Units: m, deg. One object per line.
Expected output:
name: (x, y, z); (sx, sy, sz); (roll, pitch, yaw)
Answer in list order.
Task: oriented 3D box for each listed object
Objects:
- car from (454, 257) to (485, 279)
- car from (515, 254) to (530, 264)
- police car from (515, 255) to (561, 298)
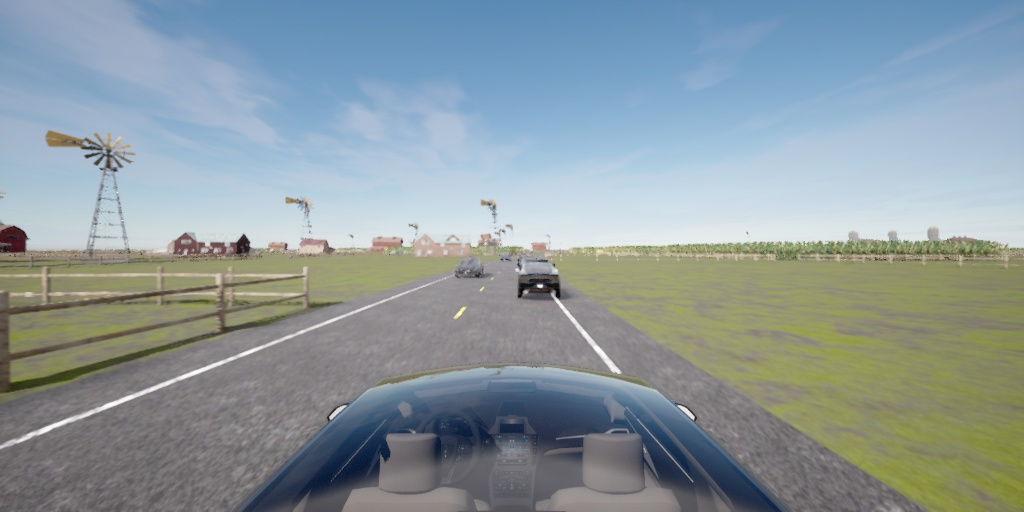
car: (-3.213, 0.886, 27.721); (1.837, 1.490, 4.892); (0, 1, 2)
car: (1.753, 0.425, 58.418); (2.128, 1.511, 4.902); (0, 1, 4)
police car: (1.173, 0.965, 17.092); (1.930, 1.638, 5.238); (0, 1, 1)
